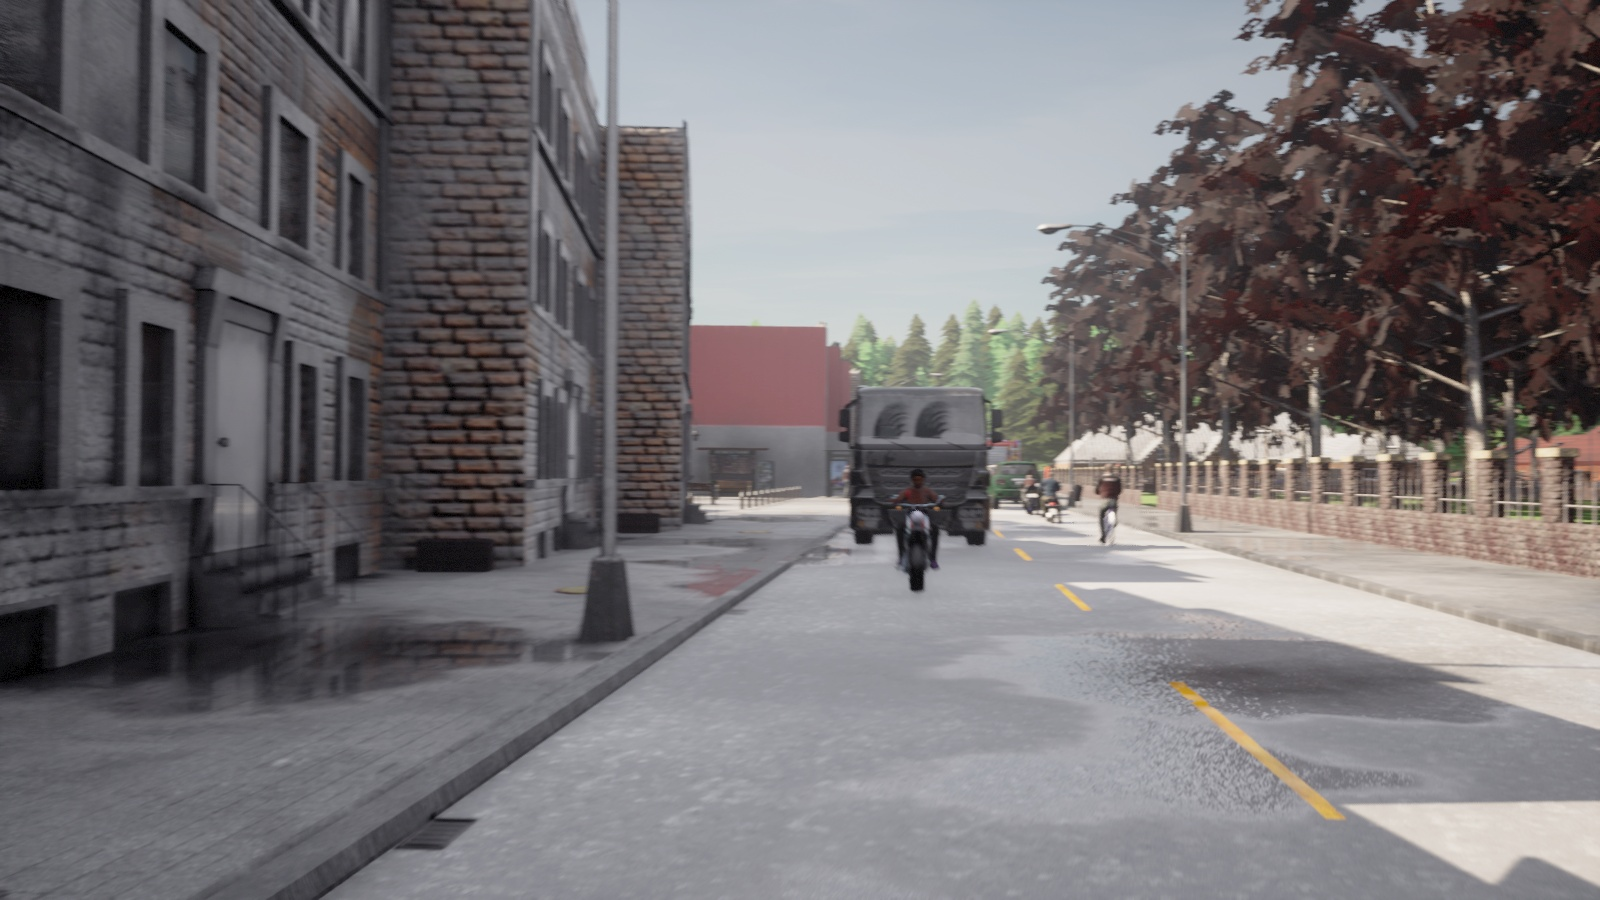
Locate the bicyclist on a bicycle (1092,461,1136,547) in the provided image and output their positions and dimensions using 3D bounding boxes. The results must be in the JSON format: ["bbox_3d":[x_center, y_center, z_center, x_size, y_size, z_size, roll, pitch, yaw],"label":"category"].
[{"bbox_3d":[6.746,1.136,27.069,0.659,1.776,1.843,0,-1,6],"label":"bicyclist on a bicycle"}]

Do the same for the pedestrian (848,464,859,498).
[{"bbox_3d":[2.893,1.678,67.974,0.376,1.854,0.720,0,-1,20],"label":"pedestrian"}]

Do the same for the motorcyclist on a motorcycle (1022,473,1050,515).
[{"bbox_3d":[8.833,1.638,47.027,0.866,1.530,2.191,0,-1,6],"label":"motorcyclist on a motorcycle"}]

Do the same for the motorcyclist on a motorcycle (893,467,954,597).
[{"bbox_3d":[1.691,1.055,17.165,0.766,1.649,2.350,0,-1,6],"label":"motorcyclist on a motorcycle"}]

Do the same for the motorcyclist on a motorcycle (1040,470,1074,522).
[{"bbox_3d":[8.019,1.425,39.263,0.866,1.590,1.817,0,-1,6],"label":"motorcyclist on a motorcycle"}]

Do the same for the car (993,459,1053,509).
[{"bbox_3d":[9.674,1.456,54.968,2.150,2.045,5.566,0,-1,6],"label":"car"}]

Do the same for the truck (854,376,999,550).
[{"bbox_3d":[2.932,0.324,29.088,2.891,3.462,7.936,0,-1,6],"label":"truck"}]

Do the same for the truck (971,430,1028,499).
[{"bbox_3d":[11.690,0.896,74.077,2.891,3.827,8.468,0,-1,6],"label":"truck"}]
